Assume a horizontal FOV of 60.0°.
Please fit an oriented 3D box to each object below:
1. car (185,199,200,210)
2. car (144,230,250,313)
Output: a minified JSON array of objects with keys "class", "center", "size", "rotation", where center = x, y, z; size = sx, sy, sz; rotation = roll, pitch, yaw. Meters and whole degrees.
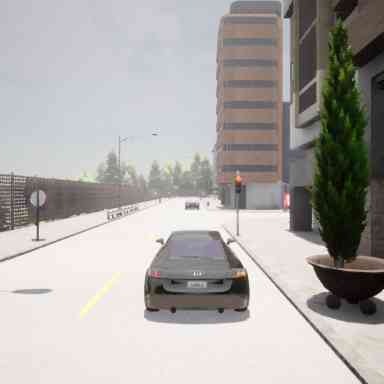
[{"class":"car","center":[0.028,1.601,43.883],"size":[1.895,1.301,4.718],"rotation":[0,0,-1]},{"class":"car","center":[0.085,1.564,7.730],"size":[1.994,1.385,4.181],"rotation":[0,0,0]}]
